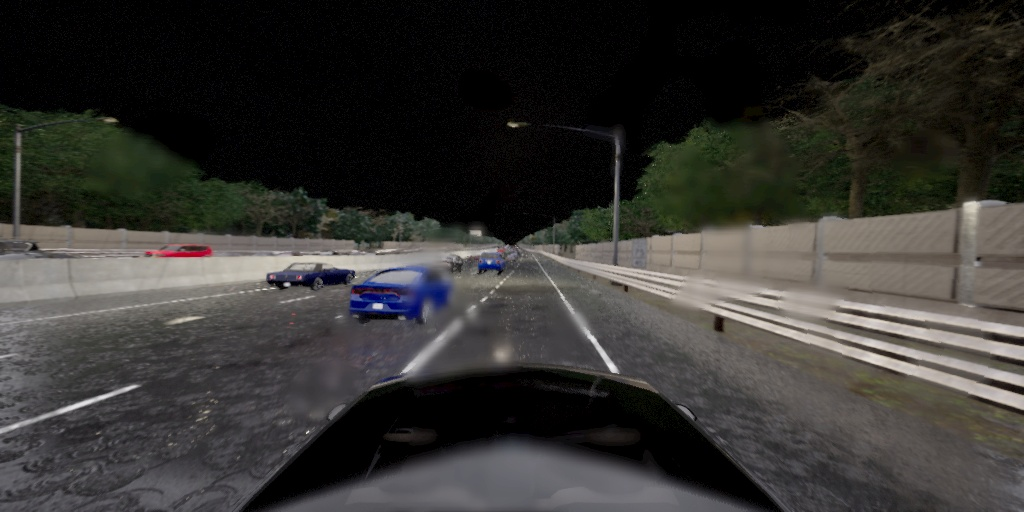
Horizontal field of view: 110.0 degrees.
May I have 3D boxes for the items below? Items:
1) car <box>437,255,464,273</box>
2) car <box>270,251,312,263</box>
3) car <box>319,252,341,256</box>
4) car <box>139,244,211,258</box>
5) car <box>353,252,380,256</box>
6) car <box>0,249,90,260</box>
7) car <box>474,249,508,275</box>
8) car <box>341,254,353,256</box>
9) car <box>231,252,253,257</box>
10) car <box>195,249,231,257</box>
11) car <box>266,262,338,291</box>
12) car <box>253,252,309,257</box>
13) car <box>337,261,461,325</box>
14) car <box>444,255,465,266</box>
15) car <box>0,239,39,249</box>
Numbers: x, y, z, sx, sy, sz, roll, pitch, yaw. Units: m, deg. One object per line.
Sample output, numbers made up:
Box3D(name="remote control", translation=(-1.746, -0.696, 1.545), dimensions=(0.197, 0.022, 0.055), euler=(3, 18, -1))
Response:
Box3D(name="car", translation=(-5.563, 0.859, 31.402), dimensions=(2.128, 1.511, 4.902), euler=(2, 0, 3))
Box3D(name="car", translation=(-29.280, 0.117, 47.715), dimensions=(2.033, 1.411, 5.357), euler=(2, 1, 4))
Box3D(name="car", translation=(-25.626, 0.151, 50.462), dimensions=(1.812, 1.442, 4.674), euler=(2, 1, 3))
Box3D(name="car", translation=(-30.090, -0.077, 32.509), dimensions=(2.150, 2.045, 5.566), euler=(2, 0, 3))
Box3D(name="car", translation=(-18.770, 0.324, 47.859), dimensions=(1.882, 1.535, 5.008), euler=(2, 1, 3))
Box3D(name="car", translation=(-20.548, 0.597, 15.238), dimensions=(1.837, 1.490, 4.892), euler=(2, 0, 3))
Box3D(name="car", translation=(-1.891, 0.663, 34.469), dimensions=(2.150, 2.045, 5.566), euler=(2, 0, 3))
Box3D(name="car", translation=(-22.050, 0.189, 51.759), dimensions=(2.128, 1.511, 4.902), euler=(2, 1, 3))
Box3D(name="car", translation=(-23.028, 0.373, 33.600), dimensions=(2.128, 1.511, 4.902), euler=(2, 0, 3))
Box3D(name="car", translation=(-26.534, 0.352, 33.557), dimensions=(1.994, 1.385, 4.181), euler=(2, 0, 3))
Box3D(name="car", translation=(-9.793, 0.959, 18.013), dimensions=(1.895, 1.301, 4.718), euler=(2, 0, 3))
Box3D(name="car", translation=(-19.667, 0.516, 31.210), dimensions=(1.812, 1.442, 4.674), euler=(2, 1, 3))
Box3D(name="car", translation=(-3.159, 1.067, 11.276), dimensions=(1.882, 1.535, 5.008), euler=(2, 0, 3))
Box3D(name="car", translation=(-8.086, 0.592, 50.728), dimensions=(1.837, 1.490, 4.892), euler=(2, 1, 3))
Box3D(name="car", translation=(-24.044, 0.219, 15.288), dimensions=(2.150, 2.045, 5.566), euler=(2, 0, 3))
